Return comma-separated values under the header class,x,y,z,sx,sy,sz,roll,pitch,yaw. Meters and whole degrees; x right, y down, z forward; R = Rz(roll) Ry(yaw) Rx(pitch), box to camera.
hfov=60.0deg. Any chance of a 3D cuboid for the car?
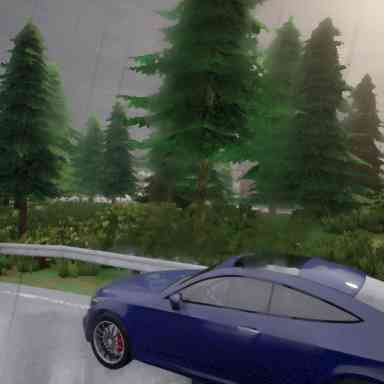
class,x,y,z,sx,sy,sz,roll,pitch,yaw
car,0.752,1.499,4.100,4.674,1.442,1.812,1,1,31
